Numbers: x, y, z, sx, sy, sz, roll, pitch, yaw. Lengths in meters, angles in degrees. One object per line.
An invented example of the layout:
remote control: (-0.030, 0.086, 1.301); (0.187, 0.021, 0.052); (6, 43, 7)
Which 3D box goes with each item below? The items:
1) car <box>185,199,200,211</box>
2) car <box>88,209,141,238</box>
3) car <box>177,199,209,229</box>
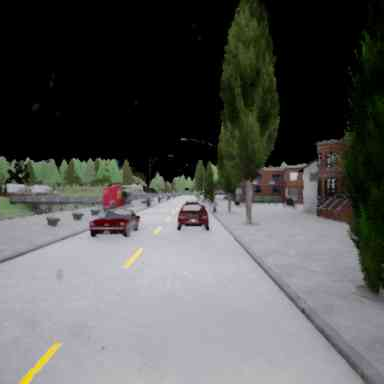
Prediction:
car: (0.055, 1.611, 42.917); (1.895, 1.301, 4.718); (0, 0, 0)
car: (-4.025, 1.607, 17.922); (1.895, 1.301, 4.718); (0, 0, 0)
car: (0.077, 1.483, 21.486); (1.882, 1.535, 5.008); (0, 0, 0)
